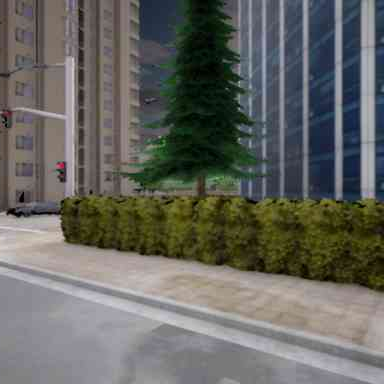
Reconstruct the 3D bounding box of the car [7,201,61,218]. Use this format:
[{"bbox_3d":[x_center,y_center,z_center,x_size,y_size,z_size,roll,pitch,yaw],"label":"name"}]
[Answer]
[{"bbox_3d":[-14.079,1.560,30.910,2.033,1.411,5.357,0,0,36],"label":"car"}]
